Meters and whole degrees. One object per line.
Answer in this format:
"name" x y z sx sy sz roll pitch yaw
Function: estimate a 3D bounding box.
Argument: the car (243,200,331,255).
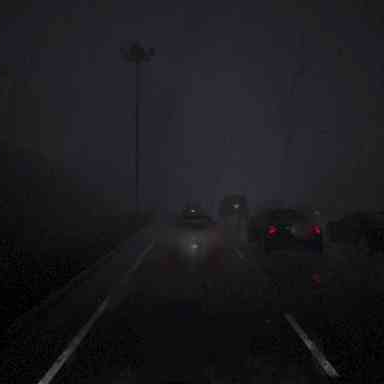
"car" 3.575 1.379 13.564 2.097 1.767 4.553 0 0 0

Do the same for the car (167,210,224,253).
"car" 0.078 1.630 13.745 1.895 1.301 4.718 0 0 0

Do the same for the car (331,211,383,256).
"car" 7.074 1.505 13.291 1.882 1.535 5.008 0 0 0

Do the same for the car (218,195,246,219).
"car" 3.581 1.281 29.433 2.150 2.045 5.566 0 0 0

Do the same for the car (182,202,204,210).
"car" 0.081 1.628 31.015 1.994 1.385 4.181 0 0 0
